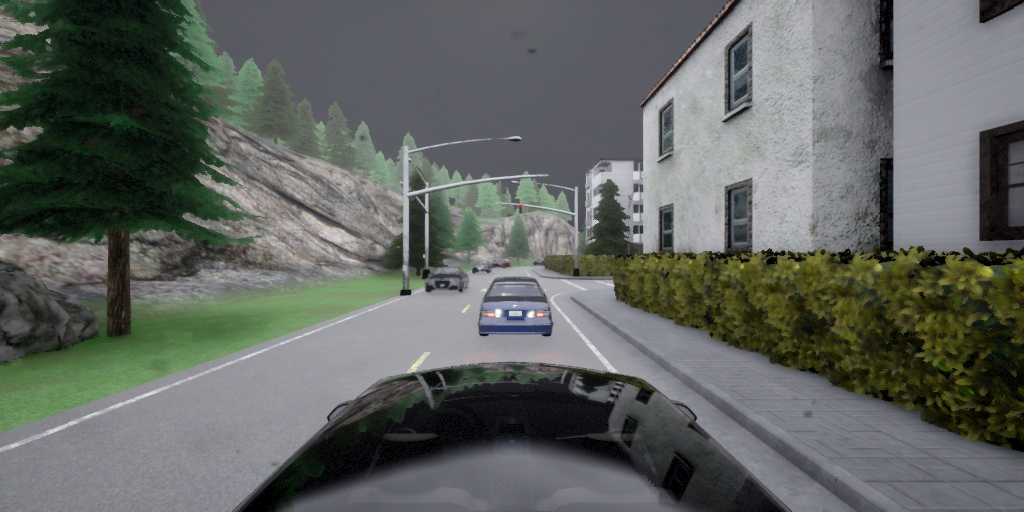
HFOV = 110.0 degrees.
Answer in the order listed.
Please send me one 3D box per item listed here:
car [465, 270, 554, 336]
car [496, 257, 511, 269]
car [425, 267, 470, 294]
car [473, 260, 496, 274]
[{"bbox_3d":[0.088,1.297,10.313,2.033,1.411,5.357,0,0,0],"label":"car"},{"bbox_3d":[-1.828,1.101,56.983,2.097,1.767,4.553,0,0,19],"label":"car"},{"bbox_3d":[-3.579,1.314,20.407,1.994,1.385,4.181,0,0,0],"label":"car"},{"bbox_3d":[-3.440,1.238,41.925,2.128,1.511,4.902,0,0,2],"label":"car"}]
